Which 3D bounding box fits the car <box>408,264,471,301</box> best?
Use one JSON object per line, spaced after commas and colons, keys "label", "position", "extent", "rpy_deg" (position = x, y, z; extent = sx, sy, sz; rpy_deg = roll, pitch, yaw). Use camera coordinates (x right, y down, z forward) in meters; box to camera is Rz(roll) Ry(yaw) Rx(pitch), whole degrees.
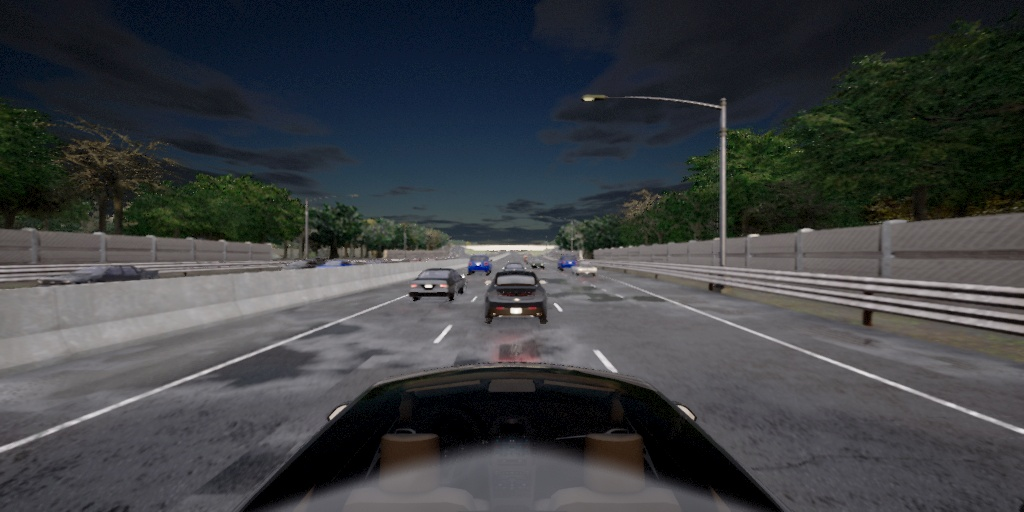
{"label": "car", "position": [-3.373, 1.263, 16.980], "extent": [2.033, 1.411, 5.357], "rpy_deg": [0, 0, 0]}

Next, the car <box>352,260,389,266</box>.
{"label": "car", "position": [-13.948, 1.184, 36.733], "extent": [2.128, 1.511, 4.902], "rpy_deg": [0, 0, 1]}

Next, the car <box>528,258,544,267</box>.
{"label": "car", "position": [3.806, 1.298, 54.470], "extent": [1.895, 1.301, 4.718], "rpy_deg": [0, 0, 1]}

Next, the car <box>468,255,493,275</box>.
{"label": "car", "position": [-3.255, 0.915, 37.081], "extent": [2.150, 2.045, 5.566], "rpy_deg": [0, 0, 0]}

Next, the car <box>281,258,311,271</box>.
{"label": "car", "position": [-20.953, 1.196, 35.963], "extent": [1.837, 1.490, 4.892], "rpy_deg": [0, 0, 1]}

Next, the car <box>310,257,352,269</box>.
{"label": "car", "position": [-17.456, 1.169, 35.652], "extent": [1.882, 1.535, 5.008], "rpy_deg": [0, 0, 1]}

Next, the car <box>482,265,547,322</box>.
{"label": "car", "position": [0.119, 1.230, 12.101], "extent": [1.837, 1.490, 4.892], "rpy_deg": [0, 0, 0]}

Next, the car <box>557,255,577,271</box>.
{"label": "car", "position": [7.246, 0.919, 46.982], "extent": [2.150, 2.045, 5.566], "rpy_deg": [0, 0, 1]}

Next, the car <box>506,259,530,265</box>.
{"label": "car", "position": [0.194, 1.246, 29.876], "extent": [2.033, 1.411, 5.357], "rpy_deg": [0, 0, 0]}

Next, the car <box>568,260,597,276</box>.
{"label": "car", "position": [7.063, 1.297, 35.605], "extent": [1.895, 1.301, 4.718], "rpy_deg": [0, 0, 2]}

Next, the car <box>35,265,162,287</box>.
{"label": "car", "position": [-23.803, 1.253, 21.059], "extent": [2.033, 1.411, 5.357], "rpy_deg": [0, 0, -3]}
